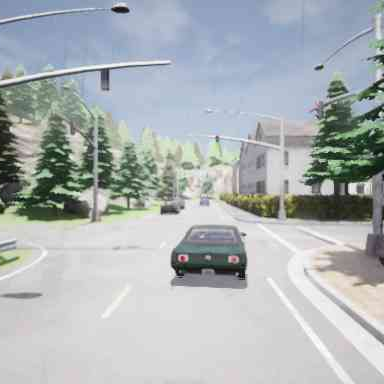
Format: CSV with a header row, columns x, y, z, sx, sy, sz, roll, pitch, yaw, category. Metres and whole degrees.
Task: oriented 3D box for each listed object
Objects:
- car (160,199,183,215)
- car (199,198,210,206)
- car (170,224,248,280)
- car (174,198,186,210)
x,y,z,sx,sy,sz,roll,pitch,yaw,category
-2.320,1.695,36.014,1.895,1.301,4.718,0,0,2,car
2.262,1.714,60.051,2.033,1.411,5.357,0,0,3,car
0.718,1.630,10.145,1.895,1.301,4.718,0,0,8,car
-1.931,1.614,46.199,2.128,1.511,4.902,0,0,2,car
